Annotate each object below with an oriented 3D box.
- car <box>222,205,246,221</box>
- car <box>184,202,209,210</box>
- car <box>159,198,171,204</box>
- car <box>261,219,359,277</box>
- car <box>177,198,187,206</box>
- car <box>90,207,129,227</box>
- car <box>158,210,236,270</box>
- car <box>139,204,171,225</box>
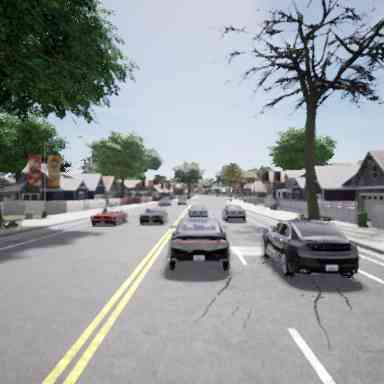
[{"bbox_3d":[3.792,1.853,30.428,2.033,1.411,5.357,0,-1,1],"label":"car"},{"bbox_3d":[0.543,1.851,30.461,2.033,1.411,5.357,0,-1,1],"label":"car"},{"bbox_3d":[-5.350,1.953,66.818,2.097,1.767,4.553,0,-1,2],"label":"car"},{"bbox_3d":[3.470,1.619,10.563,1.837,1.490,4.892,0,0,1],"label":"car"},{"bbox_3d":[-2.030,2.111,68.471,1.837,1.490,4.892,0,0,2],"label":"car"},{"bbox_3d":[-6.239,1.852,25.468,1.895,1.301,4.718,0,-1,1],"label":"car"},{"bbox_3d":[0.236,1.611,11.526,2.128,1.511,4.902,0,-1,1],"label":"car"},{"bbox_3d":[-2.972,1.864,26.471,1.895,1.301,4.718,0,-1,1],"label":"car"}]
